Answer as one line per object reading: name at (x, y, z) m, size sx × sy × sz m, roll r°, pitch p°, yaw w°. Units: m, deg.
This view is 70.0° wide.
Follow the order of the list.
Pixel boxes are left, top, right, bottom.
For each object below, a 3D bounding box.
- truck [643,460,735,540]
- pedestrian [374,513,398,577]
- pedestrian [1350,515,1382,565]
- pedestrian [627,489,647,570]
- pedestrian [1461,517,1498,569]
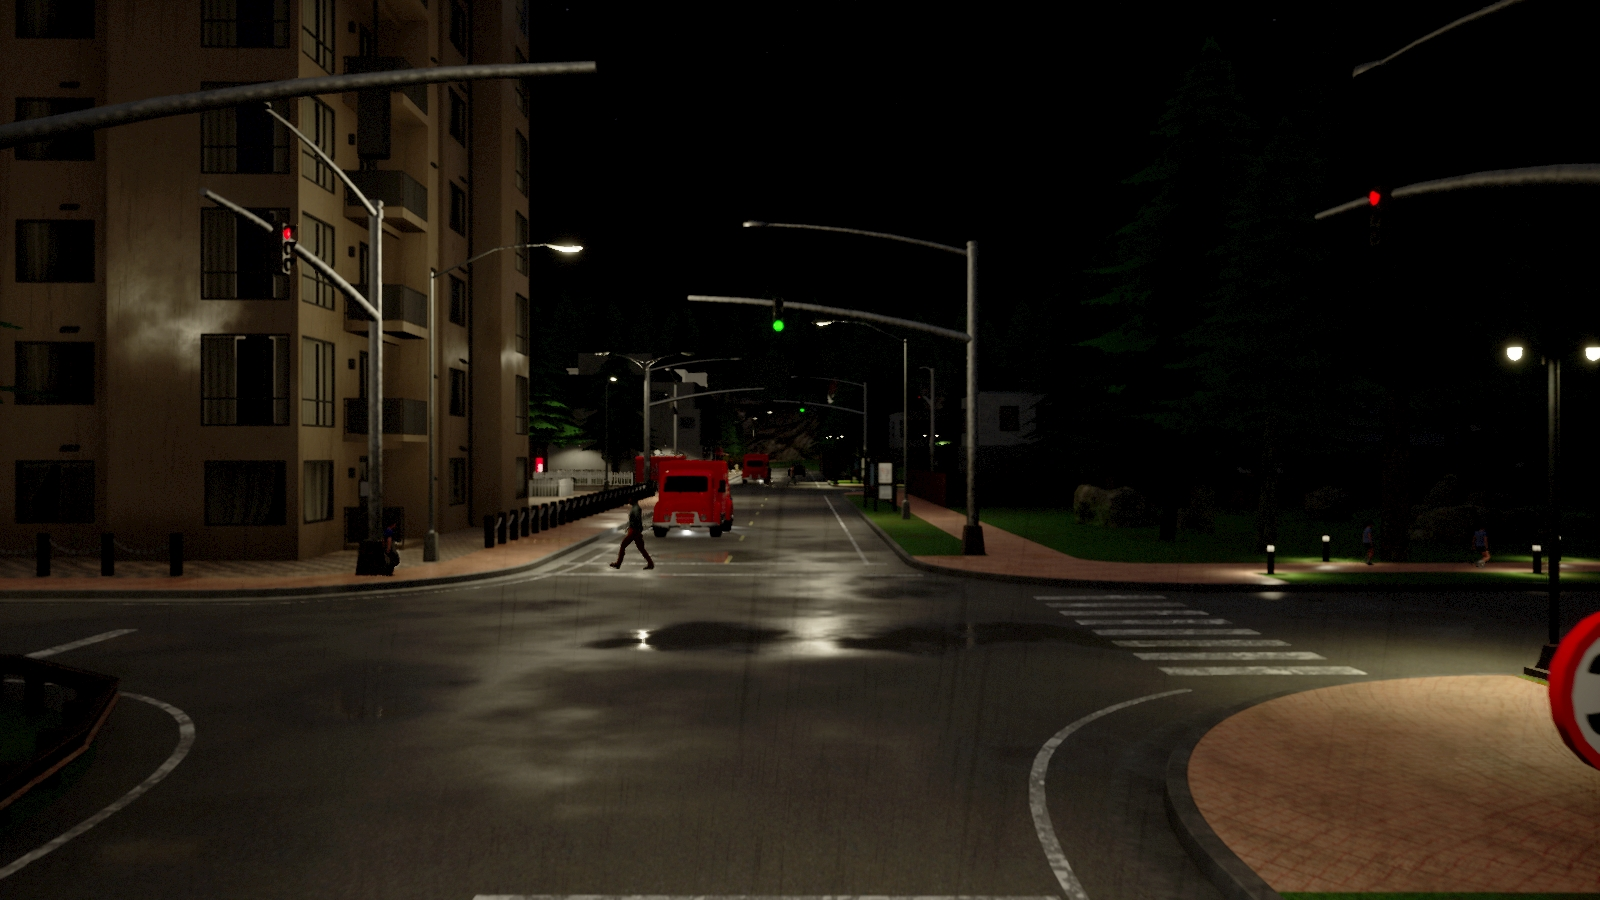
truck at (-3.620, 1.577, 38.416) m, size 2.627 × 2.467 × 5.204 m, roll 0°, pitch 0°, yaw 0°
pedestrian at (-8.663, 1.975, 23.926) m, size 0.375 × 1.300 × 0.375 m, roll 0°, pitch 0°, yaw -37°
pedestrian at (12.997, 2.063, 26.247) m, size 0.500 × 1.100 × 0.500 m, roll 0°, pitch 0°, yaw -1°
pedestrian at (-3.794, 1.849, 26.567) m, size 0.375 × 1.860 × 0.375 m, roll 0°, pitch 0°, yaw 6°
pedestrian at (15.118, 2.063, 25.410) m, size 0.500 × 1.100 × 0.500 m, roll 0°, pitch 0°, yaw -16°
